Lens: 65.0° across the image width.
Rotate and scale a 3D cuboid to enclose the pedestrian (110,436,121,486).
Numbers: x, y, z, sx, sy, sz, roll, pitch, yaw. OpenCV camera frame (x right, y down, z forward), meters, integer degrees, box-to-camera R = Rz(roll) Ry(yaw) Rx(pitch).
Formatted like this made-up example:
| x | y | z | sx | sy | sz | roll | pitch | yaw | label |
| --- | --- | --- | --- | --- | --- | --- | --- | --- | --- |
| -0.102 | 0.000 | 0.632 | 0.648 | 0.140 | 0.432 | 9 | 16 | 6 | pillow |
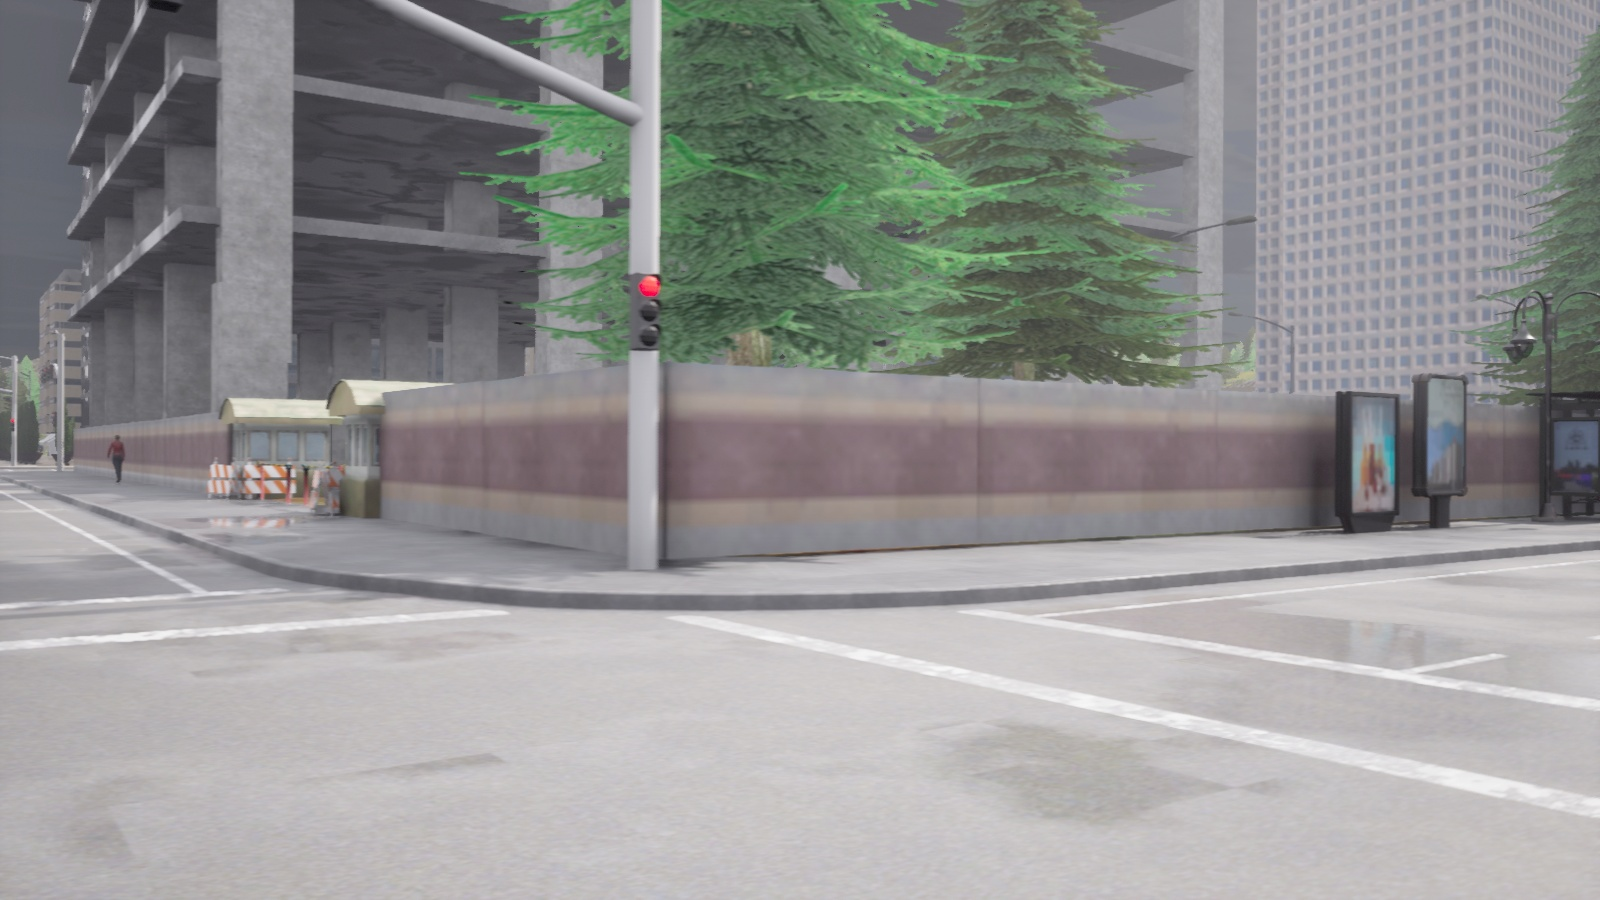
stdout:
| x | y | z | sx | sy | sz | roll | pitch | yaw | label |
| --- | --- | --- | --- | --- | --- | --- | --- | --- | --- |
| -25.630 | 0.397 | 47.029 | 0.331 | 1.846 | 0.636 | 0 | 0 | -31 | pedestrian |
